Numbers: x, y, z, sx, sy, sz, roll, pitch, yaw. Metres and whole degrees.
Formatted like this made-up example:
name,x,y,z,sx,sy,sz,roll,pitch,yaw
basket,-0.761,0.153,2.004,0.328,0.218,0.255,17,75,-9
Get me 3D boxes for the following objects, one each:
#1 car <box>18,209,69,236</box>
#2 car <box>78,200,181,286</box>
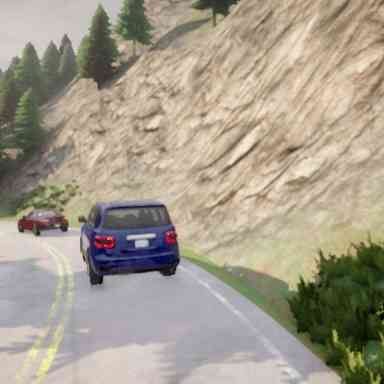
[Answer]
name,x,y,z,sx,sy,sz,roll,pitch,yaw
car,-9.102,1.756,20.280,1.812,1.442,4.674,-4,1,-43
car,-2.077,1.260,9.915,2.150,2.045,5.566,-2,0,-21
